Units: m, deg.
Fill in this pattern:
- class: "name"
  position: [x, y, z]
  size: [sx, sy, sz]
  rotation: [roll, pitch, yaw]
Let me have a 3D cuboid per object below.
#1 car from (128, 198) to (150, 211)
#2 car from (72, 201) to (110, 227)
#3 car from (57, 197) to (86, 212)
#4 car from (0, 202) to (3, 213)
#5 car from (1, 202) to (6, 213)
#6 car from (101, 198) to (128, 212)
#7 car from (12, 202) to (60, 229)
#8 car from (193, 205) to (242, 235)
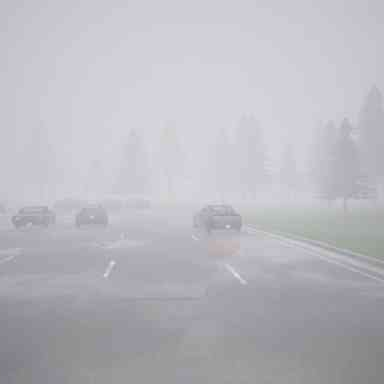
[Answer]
- class: "car"
  position: [-6.810, 1.447, 39.917]
  size: [1.882, 1.535, 5.008]
  rotation: [0, -1, -33]
- class: "car"
  position: [-6.827, 1.546, 22.750]
  size: [1.994, 1.385, 4.181]
  rotation: [0, 0, -15]
- class: "car"
  position: [-14.308, 1.461, 37.844]
  size: [2.128, 1.511, 4.902]
  rotation: [0, 0, -40]
- class: "car"
  position: [-13.332, 1.547, 20.040]
  size: [1.994, 1.385, 4.181]
  rotation: [0, 0, -14]
- class: "car"
  position: [-21.298, 1.534, 35.446]
  size: [1.994, 1.385, 4.181]
  rotation: [0, 0, -41]
- class: "car"
  position: [-9.293, 1.463, 37.230]
  size: [2.128, 1.511, 4.902]
  rotation: [0, 0, -32]
- class: "car"
  position: [-10.127, 1.584, 21.726]
  size: [1.895, 1.301, 4.718]
  rotation: [0, 0, -15]
- class: "car"
  position: [1.321, 1.477, 18.909]
  size: [2.128, 1.511, 4.902]
  rotation: [0, 0, -11]
